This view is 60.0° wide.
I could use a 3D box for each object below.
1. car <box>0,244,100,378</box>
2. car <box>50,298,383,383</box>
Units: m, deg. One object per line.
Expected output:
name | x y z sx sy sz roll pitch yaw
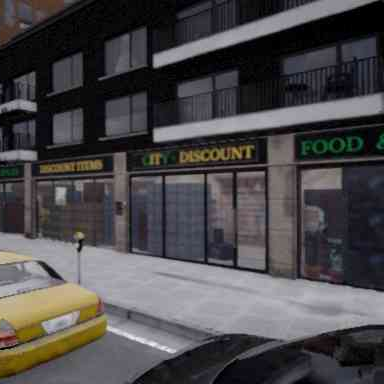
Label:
car | -3.435 1.511 5.304 4.829 1.417 1.752 0 0 35
car | 1.323 1.566 1.912 4.313 1.339 1.947 0 0 35
